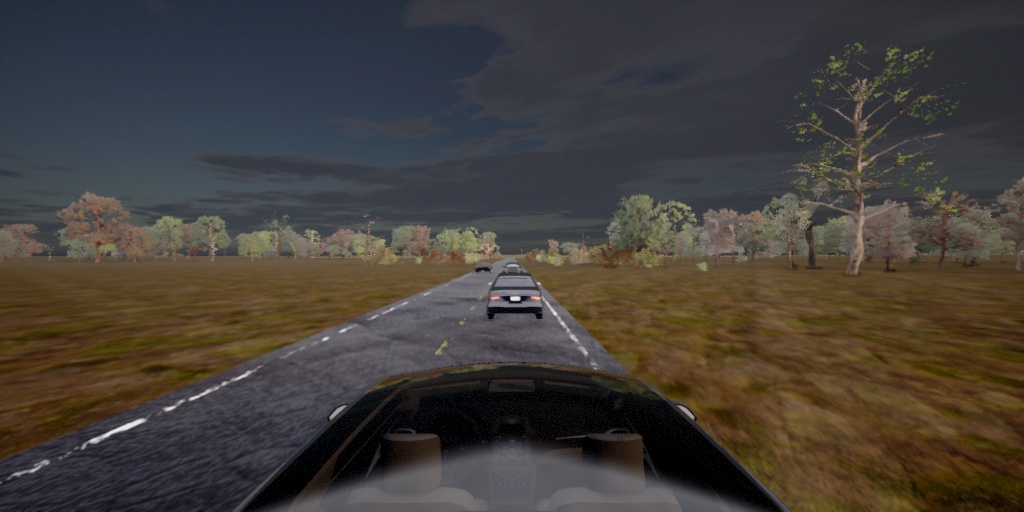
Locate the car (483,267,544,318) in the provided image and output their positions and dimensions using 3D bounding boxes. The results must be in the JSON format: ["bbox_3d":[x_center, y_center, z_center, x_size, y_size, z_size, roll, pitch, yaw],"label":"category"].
[{"bbox_3d":[0.096,1.297,13.018,2.033,1.411,5.357,0,0,0],"label":"car"}]

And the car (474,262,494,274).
[{"bbox_3d":[-3.113,1.350,40.473,1.895,1.301,4.718,0,0,0],"label":"car"}]

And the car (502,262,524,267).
[{"bbox_3d":[0.085,1.275,32.304,1.812,1.442,4.674,0,0,0],"label":"car"}]
